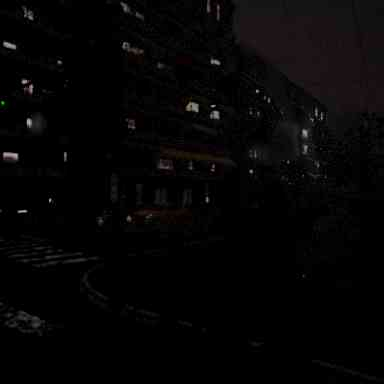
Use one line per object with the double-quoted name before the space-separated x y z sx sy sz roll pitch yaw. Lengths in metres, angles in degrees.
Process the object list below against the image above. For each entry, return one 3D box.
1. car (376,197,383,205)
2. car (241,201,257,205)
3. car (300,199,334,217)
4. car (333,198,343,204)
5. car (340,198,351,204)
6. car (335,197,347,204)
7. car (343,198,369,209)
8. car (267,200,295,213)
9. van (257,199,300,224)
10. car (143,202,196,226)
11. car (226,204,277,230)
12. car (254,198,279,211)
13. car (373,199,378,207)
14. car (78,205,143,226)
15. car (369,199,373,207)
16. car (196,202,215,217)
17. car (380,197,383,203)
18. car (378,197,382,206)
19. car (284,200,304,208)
"car" 46.668 2.139 81.327 2.192 1.841 5.009 1 0 36
"car" 7.106 1.818 41.751 1.802 1.307 4.206 1 0 36
"car" 13.850 1.825 36.775 1.967 1.590 4.097 1 0 36
"car" 33.360 2.155 77.392 1.947 1.339 4.313 1 0 36
"car" 39.823 2.199 86.165 1.752 1.417 4.829 1 0 36
"car" 36.643 2.072 81.848 1.967 1.590 4.097 1 0 36
"car" 26.978 1.879 54.596 2.192 1.841 5.009 1 0 36
"car" 11.753 1.825 43.623 1.837 1.490 4.892 1 0 37
"van" 7.288 1.635 27.865 1.690 1.788 3.998 1 0 36
"car" -2.158 1.602 24.802 1.882 1.535 5.008 1 0 36
"car" 4.003 1.815 23.409 1.947 1.339 4.313 1 0 36
"car" 10.390 1.722 46.206 1.967 1.590 4.097 1 0 36
"car" 33.539 2.092 63.506 1.967 1.590 4.097 1 0 36
"car" -6.020 1.605 23.931 2.008 1.369 4.403 1 0 36
"car" 30.256 2.190 59.050 1.802 1.307 4.206 1 0 36
"car" 0.544 1.690 32.840 1.887 1.381 4.507 1 0 36
"car" 40.101 2.289 72.417 2.008 1.369 4.403 1 0 36
"car" 36.820 2.240 67.961 1.887 1.381 4.507 1 0 36
"car" 16.951 1.953 55.117 1.802 1.307 4.206 1 0 36
